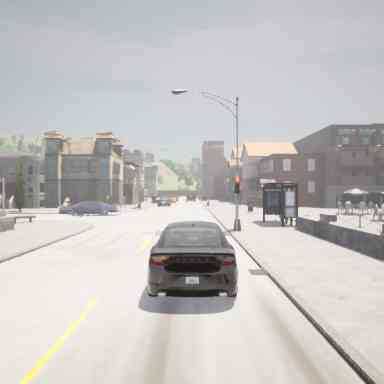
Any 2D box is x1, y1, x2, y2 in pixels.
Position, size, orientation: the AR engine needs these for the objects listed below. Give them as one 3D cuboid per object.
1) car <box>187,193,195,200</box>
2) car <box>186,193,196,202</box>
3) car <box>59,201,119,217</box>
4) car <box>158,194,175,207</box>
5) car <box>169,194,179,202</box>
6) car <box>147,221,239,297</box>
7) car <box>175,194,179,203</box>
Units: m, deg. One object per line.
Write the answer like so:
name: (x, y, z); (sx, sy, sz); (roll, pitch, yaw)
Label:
car: (-0.239, 1.187, 87.100); (2.097, 1.767, 4.553); (0, 0, 0)
car: (-0.210, 1.217, 76.739); (2.150, 2.045, 5.566); (0, 0, 0)
car: (-9.666, 1.547, 31.526); (5.357, 1.411, 2.033); (0, 0, -12)
car: (-4.236, 1.491, 52.058); (2.128, 1.511, 4.902); (0, 0, 0)
car: (-4.214, 1.348, 78.304); (2.097, 1.767, 4.553); (0, 0, 0)
car: (0.027, 1.478, 8.613); (1.882, 1.535, 5.008); (0, 0, 0)
car: (-4.218, 1.354, 64.551); (2.097, 1.767, 4.553); (0, 0, 0)
